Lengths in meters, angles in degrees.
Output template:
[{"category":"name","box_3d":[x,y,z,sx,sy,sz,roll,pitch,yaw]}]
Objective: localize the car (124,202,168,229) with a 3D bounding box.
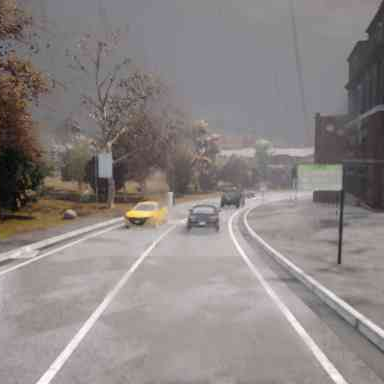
[{"category":"car","box_3d":[-2.800,1.382,21.187,1.882,1.535,5.008,1,1,6]}]

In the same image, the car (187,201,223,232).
[{"category":"car","box_3d":[0.755,1.473,19.918,1.812,1.442,4.674,0,0,5]}]

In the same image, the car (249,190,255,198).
[{"category":"car","box_3d":[9.884,0.367,60.059,1.837,1.490,4.892,3,4,30]}]

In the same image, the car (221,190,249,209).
[{"category":"car","box_3d":[5.028,0.837,40.454,2.150,2.045,5.566,2,2,18]}]
